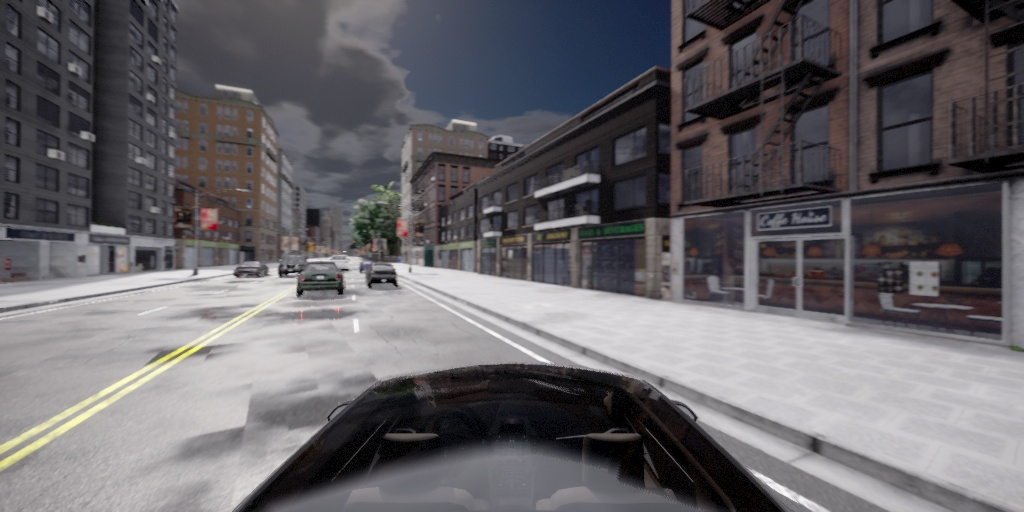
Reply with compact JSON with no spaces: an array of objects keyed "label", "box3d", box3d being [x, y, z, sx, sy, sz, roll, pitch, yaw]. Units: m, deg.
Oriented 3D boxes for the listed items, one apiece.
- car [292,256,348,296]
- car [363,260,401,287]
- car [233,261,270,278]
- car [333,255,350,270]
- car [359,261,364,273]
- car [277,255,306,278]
[{"label":"car","box3d":[-10.250,1.071,19.492,2.097,1.767,4.553,1,0,-24]},{"label":"car","box3d":[-8.885,1.249,24.351,1.837,1.490,4.892,1,0,-24]},{"label":"car","box3d":[-23.349,1.193,32.342,2.033,1.411,5.357,1,0,-24]},{"label":"car","box3d":[-22.274,0.914,46.288,2.150,2.045,5.566,1,0,-24]},{"label":"car","box3d":[-17.637,1.250,43.880,1.812,1.442,4.674,1,0,-24]},{"label":"car","box3d":[-20.487,0.896,33.916,2.150,2.045,5.566,1,0,-24]}]
